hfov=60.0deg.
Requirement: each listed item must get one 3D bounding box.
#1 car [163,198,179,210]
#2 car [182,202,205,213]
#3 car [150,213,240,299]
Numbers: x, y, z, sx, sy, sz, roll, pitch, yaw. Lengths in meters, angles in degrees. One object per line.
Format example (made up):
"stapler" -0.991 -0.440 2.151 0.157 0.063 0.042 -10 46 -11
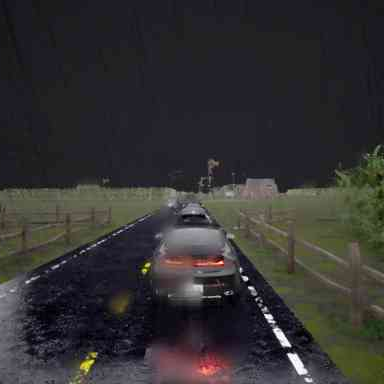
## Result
"car" -2.721 1.528 43.680 2.128 1.511 4.902 0 0 1
"car" 0.126 1.581 28.701 1.994 1.385 4.181 0 0 0
"car" 0.076 1.506 8.447 1.837 1.490 4.892 0 0 1
